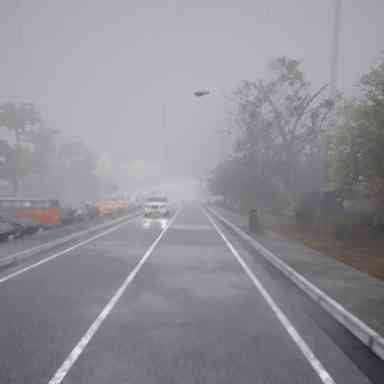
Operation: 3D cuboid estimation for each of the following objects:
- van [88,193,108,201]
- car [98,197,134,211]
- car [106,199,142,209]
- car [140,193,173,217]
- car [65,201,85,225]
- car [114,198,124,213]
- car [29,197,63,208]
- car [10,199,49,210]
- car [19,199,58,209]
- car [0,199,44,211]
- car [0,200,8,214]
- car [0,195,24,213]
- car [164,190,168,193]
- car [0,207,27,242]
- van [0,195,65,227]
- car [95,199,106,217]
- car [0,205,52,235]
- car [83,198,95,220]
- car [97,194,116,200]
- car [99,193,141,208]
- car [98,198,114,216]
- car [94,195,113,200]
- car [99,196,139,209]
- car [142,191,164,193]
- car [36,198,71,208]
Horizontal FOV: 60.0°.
[{"bbox_3d":[-23.403,1.157,83.083,4.442,1.987,1.878,1,0,0],"label":"van"},{"bbox_3d":[-10.053,1.679,39.442,5.366,1.575,1.946,0,-1,0],"label":"car"},{"bbox_3d":[-10.230,1.805,50.546,5.008,1.535,2.097,0,-1,0],"label":"car"},{"bbox_3d":[-3.407,1.342,33.010,2.150,2.045,5.566,0,0,0],"label":"car"},{"bbox_3d":[-10.287,1.585,22.797,4.792,1.488,2.163,0,0,0],"label":"car"},{"bbox_3d":[-10.060,1.618,33.770,5.366,1.575,1.946,0,-1,0],"label":"car"},{"bbox_3d":[-23.333,1.708,53.216,4.553,1.767,2.185,0,-1,0],"label":"car"},{"bbox_3d":[-23.305,1.813,47.798,4.674,1.452,2.002,0,-1,0],"label":"car"},{"bbox_3d":[-23.275,1.833,50.568,4.792,1.488,2.163,0,-1,0],"label":"car"},{"bbox_3d":[-23.126,1.739,45.028,5.366,1.575,1.946,0,-1,0],"label":"car"},{"bbox_3d":[-23.293,1.679,36.720,4.792,1.488,2.163,0,-1,0],"label":"car"},{"bbox_3d":[-23.347,1.429,39.492,5.566,2.045,2.435,0,-1,0],"label":"car"},{"bbox_3d":[-10.456,1.148,94.281,5.566,2.045,2.435,0,0,0],"label":"car"},{"bbox_3d":[-10.239,1.565,14.468,4.792,1.488,2.163,0,0,0],"label":"car"},{"bbox_3d":[-10.378,1.323,20.021,4.442,1.987,1.878,0,0,0],"label":"van"},{"bbox_3d":[-10.245,1.579,28.350,4.892,1.521,2.231,0,-1,0],"label":"car"},{"bbox_3d":[-10.236,1.572,17.244,4.792,1.488,2.163,0,0,0],"label":"car"},{"bbox_3d":[-10.286,1.440,25.571,4.553,1.767,2.185,0,0,0],"label":"car"},{"bbox_3d":[-23.542,1.433,91.453,4.792,1.488,2.163,0,0,0],"label":"car"},{"bbox_3d":[-10.257,1.523,47.774,5.566,2.045,2.435,0,-1,0],"label":"car"},{"bbox_3d":[-10.434,1.594,31.117,5.366,1.575,1.946,0,-1,0],"label":"car"},{"bbox_3d":[-23.522,1.441,88.541,4.674,1.452,2.002,0,0,0],"label":"car"},{"bbox_3d":[-10.417,1.741,44.995,5.366,1.575,1.946,0,-1,0],"label":"car"},{"bbox_3d":[-10.470,1.278,88.709,4.553,1.767,2.185,0,0,0],"label":"car"},{"bbox_3d":[-23.293,1.864,55.985,5.008,1.535,2.097,0,-1,0],"label":"car"}]
